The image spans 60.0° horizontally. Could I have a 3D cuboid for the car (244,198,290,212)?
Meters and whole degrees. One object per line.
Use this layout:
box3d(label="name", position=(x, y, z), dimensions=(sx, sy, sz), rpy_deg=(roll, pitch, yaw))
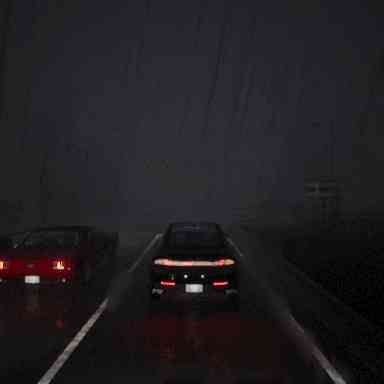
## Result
box3d(label="car", position=(8.824, 1.499, 39.312), dimensions=(5.008, 1.535, 1.882), rpy_deg=(0, 0, -1))

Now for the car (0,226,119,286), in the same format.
box3d(label="car", position=(-3.432, 1.606, 9.416), dimensions=(1.895, 1.301, 4.718), rpy_deg=(0, 0, 0))

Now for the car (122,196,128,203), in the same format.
box3d(label="car", position=(-14.977, 1.592, 71.519), dimensions=(1.994, 1.385, 4.181), rpy_deg=(0, 0, 0))

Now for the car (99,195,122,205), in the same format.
box3d(label="car", position=(-14.982, 1.386, 61.481), dimensions=(2.097, 1.767, 4.553), rpy_deg=(0, 0, 0))

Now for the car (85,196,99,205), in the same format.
box3d(label="car", position=(-18.480, 1.512, 62.096), dimensions=(1.882, 1.535, 5.008), rpy_deg=(0, 0, 0))

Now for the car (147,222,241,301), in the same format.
box3d(label="car", position=(0.060, 1.496, 8.329), dimensions=(2.128, 1.511, 4.902), rpy_deg=(0, 0, 0))

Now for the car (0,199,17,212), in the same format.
box3d(label="car", position=(-23.119, 1.585, 38.992), dimensions=(4.181, 1.385, 1.994), rpy_deg=(0, 0, -1))

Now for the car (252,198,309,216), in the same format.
box3d(label="car", position=(8.763, 1.509, 32.310), dimensions=(4.902, 1.511, 2.128), rpy_deg=(0, 0, -1))

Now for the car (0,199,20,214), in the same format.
box3d(label="car", position=(-19.813, 1.495, 32.024), dimensions=(5.008, 1.535, 1.882), rpy_deg=(0, 0, -1))

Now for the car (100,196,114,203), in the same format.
box3d(label="car", position=(-18.477, 1.564, 72.196), dimensions=(1.812, 1.442, 4.674), rpy_deg=(0, 0, 0))

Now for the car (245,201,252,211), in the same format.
box3d(label="car", position=(8.524, 1.497, 35.808), dimensions=(5.008, 1.535, 1.882), rpy_deg=(0, 0, -1))

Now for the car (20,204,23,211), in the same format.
box3d(label="car", position=(-20.774, 1.497, 35.515), dimensions=(5.008, 1.535, 1.882), rpy_deg=(0, 0, -1))

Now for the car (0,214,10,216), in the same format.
box3d(label="car", position=(-6.937, 1.552, 8.756), dimensions=(2.033, 1.411, 5.357), rpy_deg=(0, 0, 0))
